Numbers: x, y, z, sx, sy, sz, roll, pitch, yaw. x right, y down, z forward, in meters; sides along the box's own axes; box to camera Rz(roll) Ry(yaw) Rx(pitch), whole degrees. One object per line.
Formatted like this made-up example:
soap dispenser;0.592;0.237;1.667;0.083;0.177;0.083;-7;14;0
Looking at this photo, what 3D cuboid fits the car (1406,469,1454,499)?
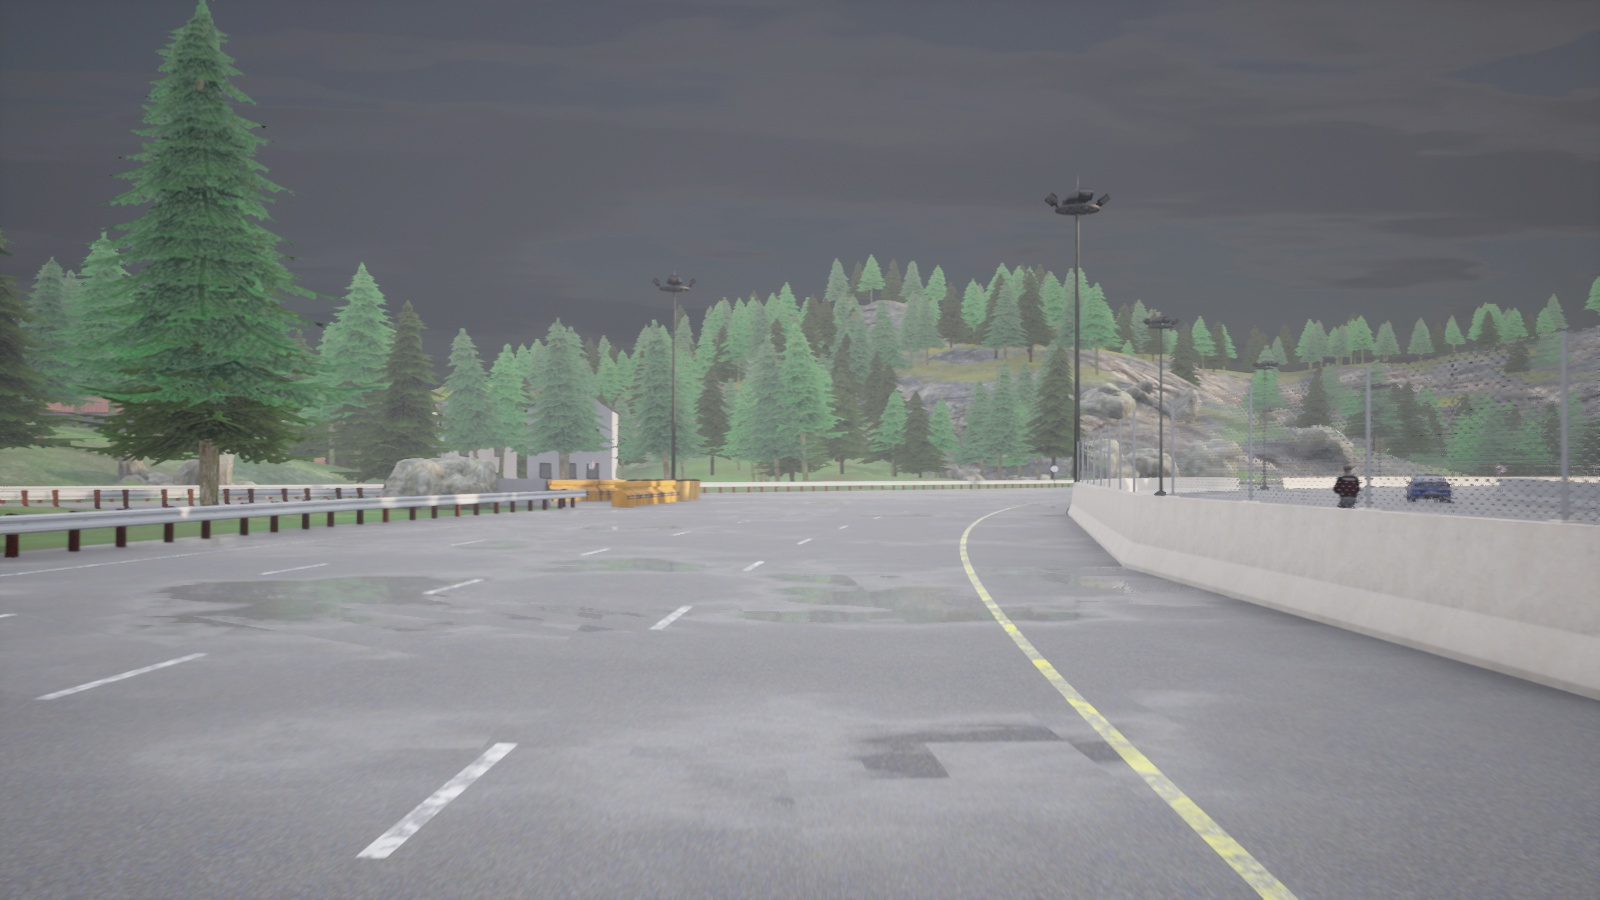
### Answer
car;33.987;1.802;67.845;1.882;1.535;5.008;-1;-1;22
